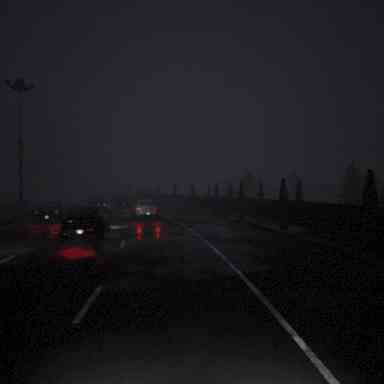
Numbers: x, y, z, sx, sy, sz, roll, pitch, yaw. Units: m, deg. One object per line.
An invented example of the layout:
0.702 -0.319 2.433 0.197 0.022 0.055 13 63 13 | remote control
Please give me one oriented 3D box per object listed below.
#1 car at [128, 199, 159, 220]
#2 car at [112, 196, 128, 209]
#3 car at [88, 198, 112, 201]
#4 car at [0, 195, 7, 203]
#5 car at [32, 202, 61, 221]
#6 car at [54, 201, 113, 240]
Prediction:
-3.762 1.332 26.314 1.812 1.442 4.674 0 0 -15 | car
-8.859 1.213 40.928 1.837 1.490 4.892 0 1 -23 | car
-9.893 1.308 34.316 2.033 1.411 5.357 0 0 -20 | car
-31.978 1.203 55.559 2.033 1.411 5.357 0 1 -27 | car
-10.648 1.434 25.174 1.895 1.301 4.718 0 0 -15 | car
-5.127 1.392 16.332 1.837 1.490 4.892 0 0 -10 | car
